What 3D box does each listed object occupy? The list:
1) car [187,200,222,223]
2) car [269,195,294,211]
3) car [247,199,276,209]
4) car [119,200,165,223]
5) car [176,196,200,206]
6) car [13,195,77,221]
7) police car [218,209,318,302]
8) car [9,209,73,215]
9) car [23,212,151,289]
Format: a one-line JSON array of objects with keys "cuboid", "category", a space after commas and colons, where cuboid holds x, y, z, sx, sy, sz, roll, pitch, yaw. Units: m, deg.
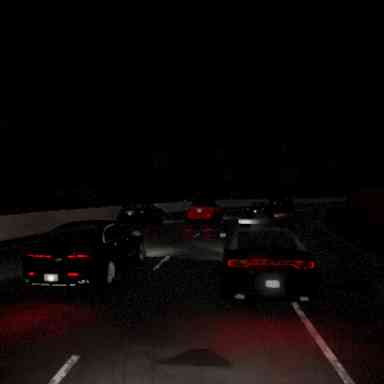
[{"cuboid": [1.180, 1.469, 27.142, 2.097, 1.767, 4.553, 0, 0, 17], "category": "car"}, {"cuboid": [11.252, 1.403, 41.970, 2.150, 2.045, 5.566, 0, 0, 31], "category": "car"}, {"cuboid": [6.447, 1.701, 31.678, 1.994, 1.385, 4.181, 0, 0, 23], "category": "car"}, {"cuboid": [-3.493, 1.453, 23.640, 2.097, 1.767, 4.553, 0, 0, 14], "category": "car"}, {"cuboid": [-0.714, 1.619, 62.336, 2.097, 1.767, 4.553, 0, 0, 35], "category": "car"}, {"cuboid": [-12.912, 1.348, 29.696, 2.150, 2.045, 5.566, 0, 0, 17], "category": "car"}, {"cuboid": [1.736, 1.463, 8.566, 1.930, 1.638, 5.238, 0, 0, 6], "category": "police car"}, {"cuboid": [-10.871, 1.704, 24.040, 1.895, 1.301, 4.718, 0, 0, 15], "category": "car"}, {"cuboid": [-2.689, 1.545, 9.355, 1.837, 1.490, 4.892, 0, 0, 6], "category": "car"}]
